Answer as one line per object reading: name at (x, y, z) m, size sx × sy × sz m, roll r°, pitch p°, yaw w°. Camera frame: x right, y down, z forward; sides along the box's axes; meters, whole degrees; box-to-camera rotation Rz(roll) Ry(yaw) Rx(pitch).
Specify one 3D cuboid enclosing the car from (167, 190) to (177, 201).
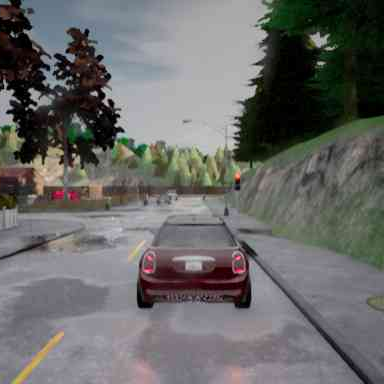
car at (-4.021, 0.700, 64.841) m, size 2.150 × 2.045 × 5.566 m, roll 0°, pitch 1°, yaw 1°

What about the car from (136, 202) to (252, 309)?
car at (0.055, 1.288, 7.906) m, size 2.097 × 1.767 × 4.553 m, roll 0°, pitch 0°, yaw 1°

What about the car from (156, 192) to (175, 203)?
car at (-4.081, 1.101, 48.601) m, size 2.128 × 1.511 × 4.902 m, roll 0°, pitch 0°, yaw 0°
